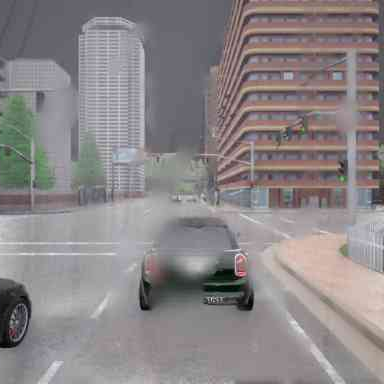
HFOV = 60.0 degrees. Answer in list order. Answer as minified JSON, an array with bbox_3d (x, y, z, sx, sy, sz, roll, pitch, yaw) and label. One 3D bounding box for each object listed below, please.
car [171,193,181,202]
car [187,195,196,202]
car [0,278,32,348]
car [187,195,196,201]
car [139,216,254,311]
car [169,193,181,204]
[{"bbox_3d":[-3.643,1.219,76.086,2.150,2.045,5.566,0,0,0],"label":"car"},{"bbox_3d":[-0.144,1.518,76.344,1.812,1.442,4.674,0,0,0],"label":"car"},{"bbox_3d":[-3.431,1.526,3.317,1.812,1.442,4.674,0,0,0],"label":"car"},{"bbox_3d":[-0.161,1.506,85.343,2.128,1.511,4.902,0,0,0],"label":"car"},{"bbox_3d":[0.098,1.352,7.936,2.097,1.767,4.553,0,0,1],"label":"car"},{"bbox_3d":[-3.525,1.491,66.085,2.128,1.511,4.902,0,0,0],"label":"car"}]
